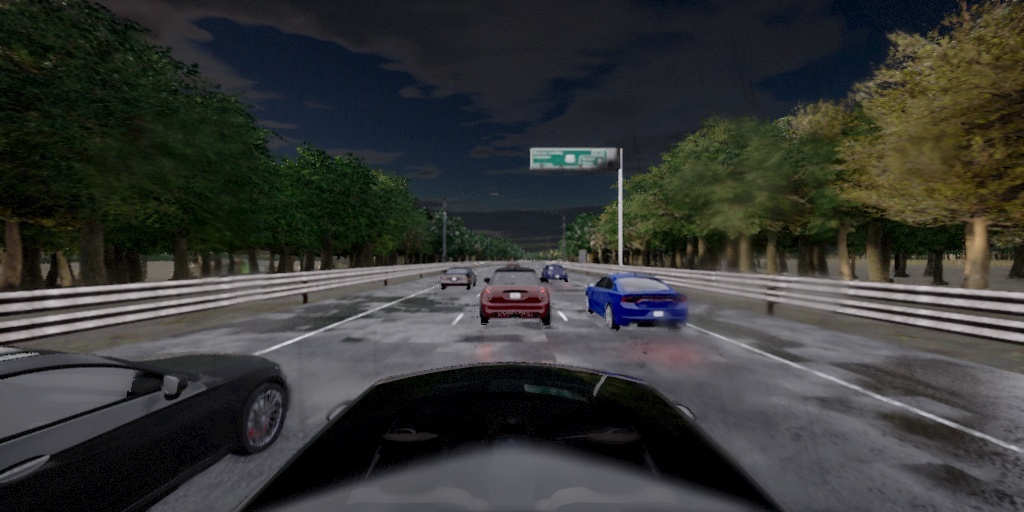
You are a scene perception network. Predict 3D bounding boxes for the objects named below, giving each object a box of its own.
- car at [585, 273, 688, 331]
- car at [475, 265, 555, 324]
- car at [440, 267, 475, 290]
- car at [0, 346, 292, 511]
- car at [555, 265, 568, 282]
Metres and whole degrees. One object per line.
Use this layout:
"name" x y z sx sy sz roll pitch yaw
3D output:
"car" 3.603 1.279 11.264 1.882 1.535 5.008 0 0 0
"car" 0.092 1.160 12.306 2.097 1.767 4.553 0 0 0
"car" -3.417 1.422 23.693 2.033 1.411 5.357 0 0 0
"car" -3.412 1.278 2.131 1.812 1.442 4.674 0 0 0
"car" 3.580 1.446 30.570 1.812 1.442 4.674 0 0 0
